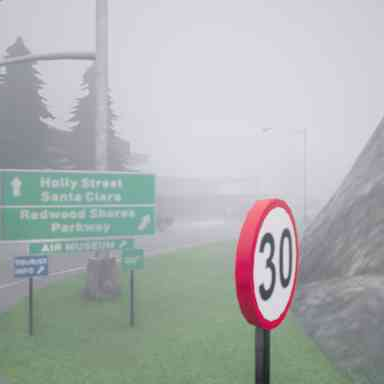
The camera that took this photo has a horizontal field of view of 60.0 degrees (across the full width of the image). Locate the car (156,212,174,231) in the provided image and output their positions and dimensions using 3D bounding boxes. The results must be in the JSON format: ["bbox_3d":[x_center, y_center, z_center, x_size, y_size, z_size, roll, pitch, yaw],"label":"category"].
[{"bbox_3d":[-3.271,1.798,20.124,1.895,1.301,4.718,0,0,36],"label":"car"}]

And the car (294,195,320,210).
[{"bbox_3d":[16.131,1.498,46.483,2.150,2.045,5.566,0,0,36],"label":"car"}]

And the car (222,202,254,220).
[{"bbox_3d":[4.606,1.689,30.888,2.128,1.511,4.902,0,0,36],"label":"car"}]
